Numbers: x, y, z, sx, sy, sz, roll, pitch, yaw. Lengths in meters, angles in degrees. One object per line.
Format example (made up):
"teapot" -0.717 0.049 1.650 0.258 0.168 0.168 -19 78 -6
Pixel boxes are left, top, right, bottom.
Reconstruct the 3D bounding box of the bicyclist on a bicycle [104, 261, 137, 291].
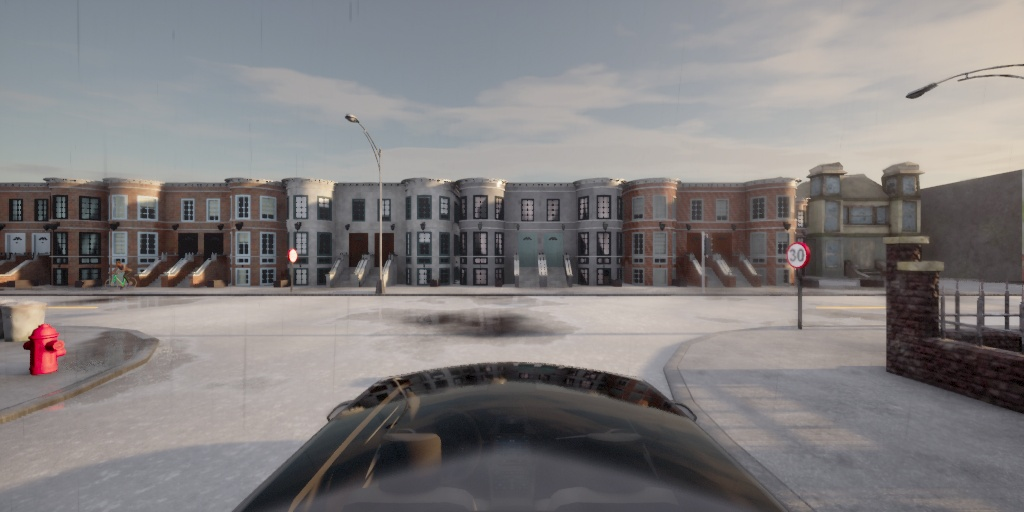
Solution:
"bicyclist on a bicycle" -21.801 1.099 20.000 0.582 1.620 1.656 0 0 0
